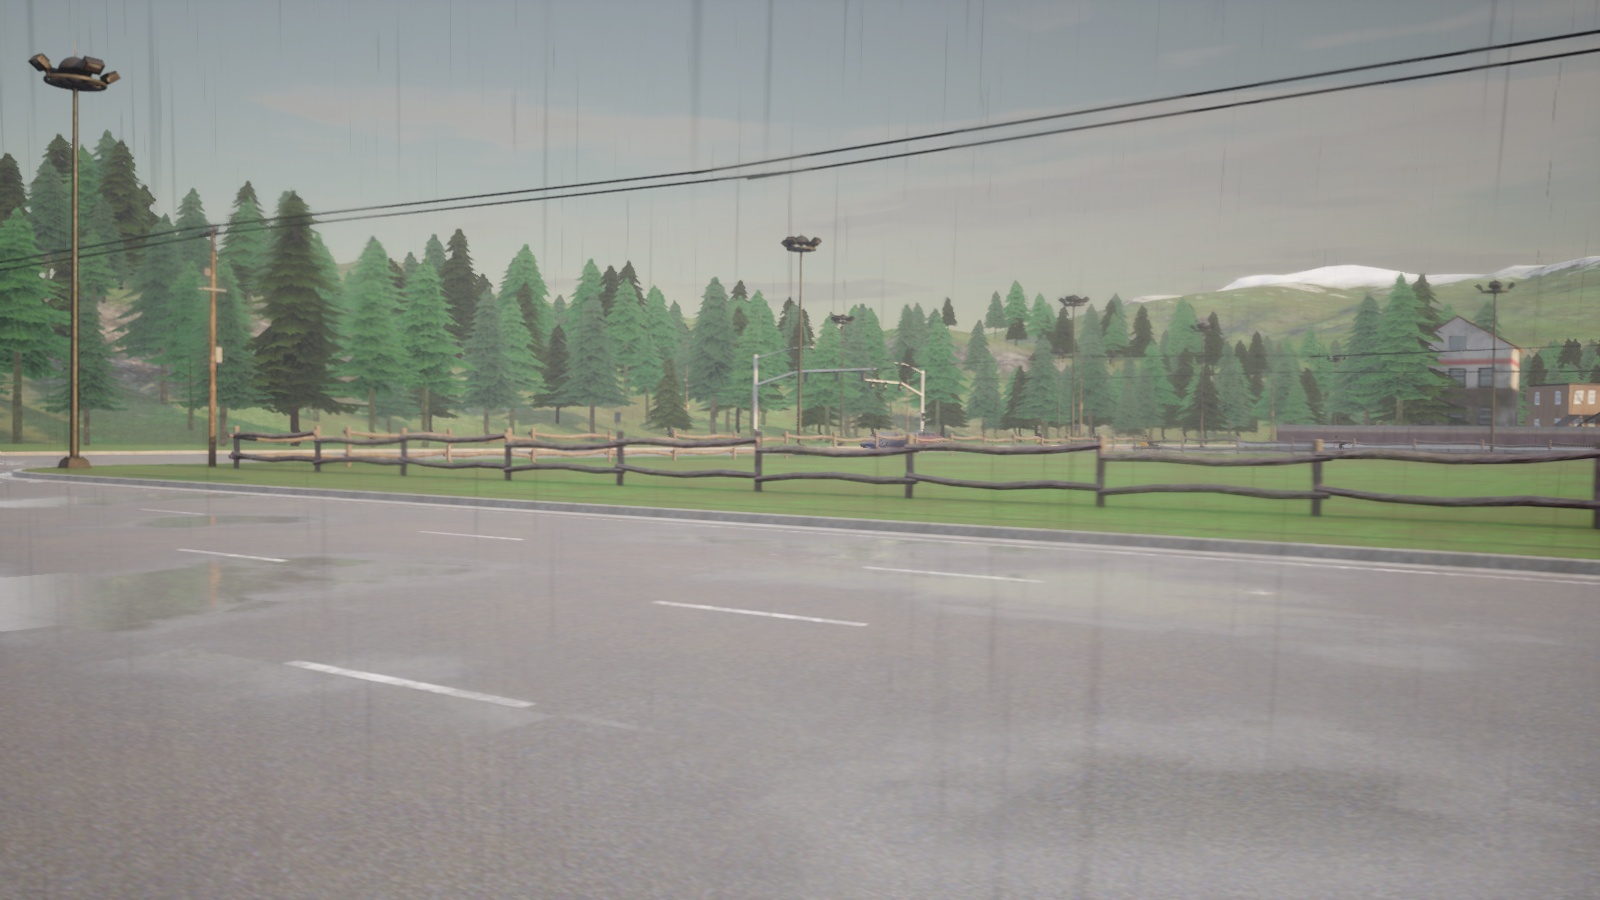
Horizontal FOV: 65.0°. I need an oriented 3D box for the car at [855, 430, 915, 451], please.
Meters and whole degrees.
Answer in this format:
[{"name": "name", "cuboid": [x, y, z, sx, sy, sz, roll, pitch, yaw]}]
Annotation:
[{"name": "car", "cuboid": [6.331, -0.729, 93.162, 2.163, 1.488, 4.792, 0, 1, 36]}]
